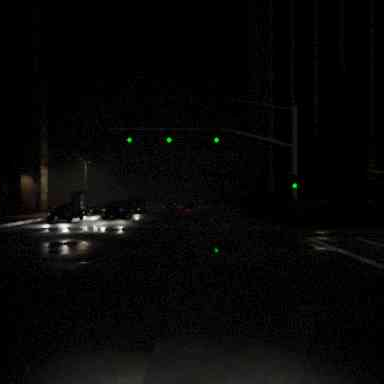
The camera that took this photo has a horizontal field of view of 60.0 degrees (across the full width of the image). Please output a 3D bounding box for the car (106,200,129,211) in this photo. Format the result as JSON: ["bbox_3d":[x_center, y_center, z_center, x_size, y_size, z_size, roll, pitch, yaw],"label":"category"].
[{"bbox_3d":[-10.557,1.869,47.661,2.128,1.511,4.902,0,0,0],"label":"car"}]

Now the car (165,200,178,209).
[{"bbox_3d":[-3.389,1.979,54.576,2.033,1.411,5.357,0,0,-1],"label":"car"}]

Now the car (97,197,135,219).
[{"bbox_3d":[-7.101,1.604,31.717,2.097,1.767,4.553,0,0,0],"label":"car"}]

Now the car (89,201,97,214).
[{"bbox_3d":[-10.596,1.788,37.478,2.128,1.511,4.902,0,0,0],"label":"car"}]

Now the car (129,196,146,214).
[{"bbox_3d":[-7.091,1.548,41.219,2.150,2.045,5.566,0,0,0],"label":"car"}]

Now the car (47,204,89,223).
[{"bbox_3d":[-10.583,1.750,28.210,1.812,1.442,4.674,0,0,0],"label":"car"}]

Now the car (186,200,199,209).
[{"bbox_3d":[-0.006,1.947,53.267,1.812,1.442,4.674,0,0,0],"label":"car"}]
